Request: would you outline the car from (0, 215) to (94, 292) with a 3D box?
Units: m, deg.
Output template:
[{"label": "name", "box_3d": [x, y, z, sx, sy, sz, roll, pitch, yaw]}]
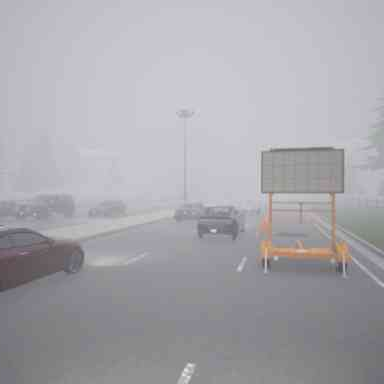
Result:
[{"label": "car", "box_3d": [-4.418, 1.513, 7.746, 1.812, 1.442, 4.674, 0, 0, 14]}]

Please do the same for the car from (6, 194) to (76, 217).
[{"label": "car", "box_3d": [-11.596, 1.178, 26.643, 2.150, 2.045, 5.566, 0, 0, 15]}]

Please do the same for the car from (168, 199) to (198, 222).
[{"label": "car", "box_3d": [0.160, 1.505, 25.360, 2.033, 1.411, 5.357, 0, 0, 15]}]

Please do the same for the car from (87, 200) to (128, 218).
[{"label": "car", "box_3d": [-7.297, 1.456, 29.268, 1.837, 1.490, 4.892, 0, 0, 15]}]

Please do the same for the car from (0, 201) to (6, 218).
[{"label": "car", "box_3d": [-15.335, 1.448, 26.176, 2.128, 1.511, 4.902, 0, 0, 15]}]

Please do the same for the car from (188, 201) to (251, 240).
[{"label": "car", "box_3d": [1.571, 1.463, 16.889, 2.128, 1.511, 4.902, 0, 0, 15]}]

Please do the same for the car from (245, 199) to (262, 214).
[{"label": "car", "box_3d": [6.143, 1.469, 34.470, 1.812, 1.442, 4.674, 0, 0, 15]}]

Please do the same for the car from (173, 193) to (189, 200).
[{"label": "car", "box_3d": [-1.692, 1.044, 66.529, 1.837, 1.490, 4.892, 0, 0, 13]}]

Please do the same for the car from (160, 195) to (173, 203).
[{"label": "car", "box_3d": [-5.101, 1.329, 67.323, 2.128, 1.511, 4.902, 0, 0, 13]}]

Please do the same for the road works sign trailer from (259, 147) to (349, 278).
[{"label": "road works sign trailer", "box_3d": [3.354, 0.447, 10.252, 2.380, 3.560, 2.880, 0, 0, 15]}]
